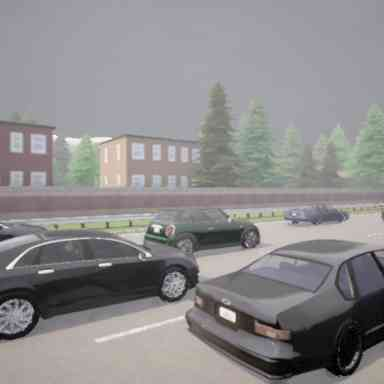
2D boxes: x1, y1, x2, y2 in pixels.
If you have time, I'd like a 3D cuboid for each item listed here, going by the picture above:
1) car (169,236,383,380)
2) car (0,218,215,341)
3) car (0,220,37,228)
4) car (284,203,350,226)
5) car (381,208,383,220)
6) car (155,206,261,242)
[{"bbox_3d":[2.477,1.527,5.513,5.357,1.411,2.033,0,0,-35],"label":"car"},{"bbox_3d":[-2.075,1.497,6.565,4.892,1.490,1.837,0,0,-36],"label":"car"},{"bbox_3d":[-7.472,1.490,11.316,4.902,1.511,2.128,0,0,-36],"label":"car"},{"bbox_3d":[8.607,1.467,22.784,5.357,1.411,2.033,0,0,-36],"label":"car"},{"bbox_3d":[15.013,1.390,23.058,4.902,1.511,2.128,0,0,-36],"label":"car"},{"bbox_3d":[0.513,1.321,12.713,4.553,1.767,2.097,0,0,-36],"label":"car"}]
